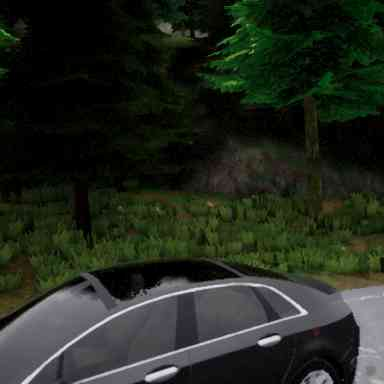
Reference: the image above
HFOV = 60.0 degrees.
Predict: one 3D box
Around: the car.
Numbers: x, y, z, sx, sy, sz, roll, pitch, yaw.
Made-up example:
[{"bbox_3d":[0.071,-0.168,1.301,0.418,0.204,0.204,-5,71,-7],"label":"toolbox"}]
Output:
[{"bbox_3d":[-0.567,1.490,3.110,4.892,1.490,1.837,-1,0,-28],"label":"car"}]
